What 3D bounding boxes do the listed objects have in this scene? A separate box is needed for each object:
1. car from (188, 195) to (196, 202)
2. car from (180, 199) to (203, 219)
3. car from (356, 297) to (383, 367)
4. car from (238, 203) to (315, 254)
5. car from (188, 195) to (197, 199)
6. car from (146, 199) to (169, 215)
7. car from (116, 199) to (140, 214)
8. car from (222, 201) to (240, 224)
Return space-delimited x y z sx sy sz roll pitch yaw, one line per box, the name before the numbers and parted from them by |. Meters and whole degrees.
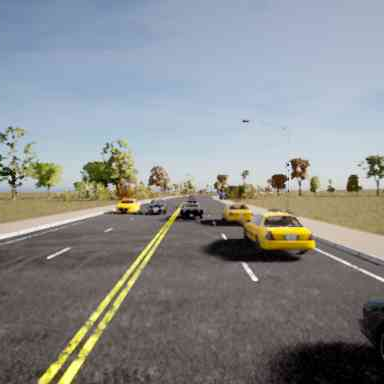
car | -0.041 1.455 74.129 1.837 1.490 4.892 0 0 0
car | -0.027 1.587 29.257 1.895 1.301 4.718 0 0 0
car | 3.248 1.546 2.247 2.033 1.411 5.357 0 0 0
car | 3.242 1.450 13.437 1.801 1.575 5.366 0 0 0
car | 0.066 1.521 49.161 2.033 1.411 5.357 0 0 0
car | -3.359 1.475 33.114 2.128 1.511 4.902 0 0 0
car | -6.607 1.460 34.683 1.882 1.535 5.008 0 0 0
car | 3.236 1.445 24.437 1.801 1.575 5.366 0 0 0
